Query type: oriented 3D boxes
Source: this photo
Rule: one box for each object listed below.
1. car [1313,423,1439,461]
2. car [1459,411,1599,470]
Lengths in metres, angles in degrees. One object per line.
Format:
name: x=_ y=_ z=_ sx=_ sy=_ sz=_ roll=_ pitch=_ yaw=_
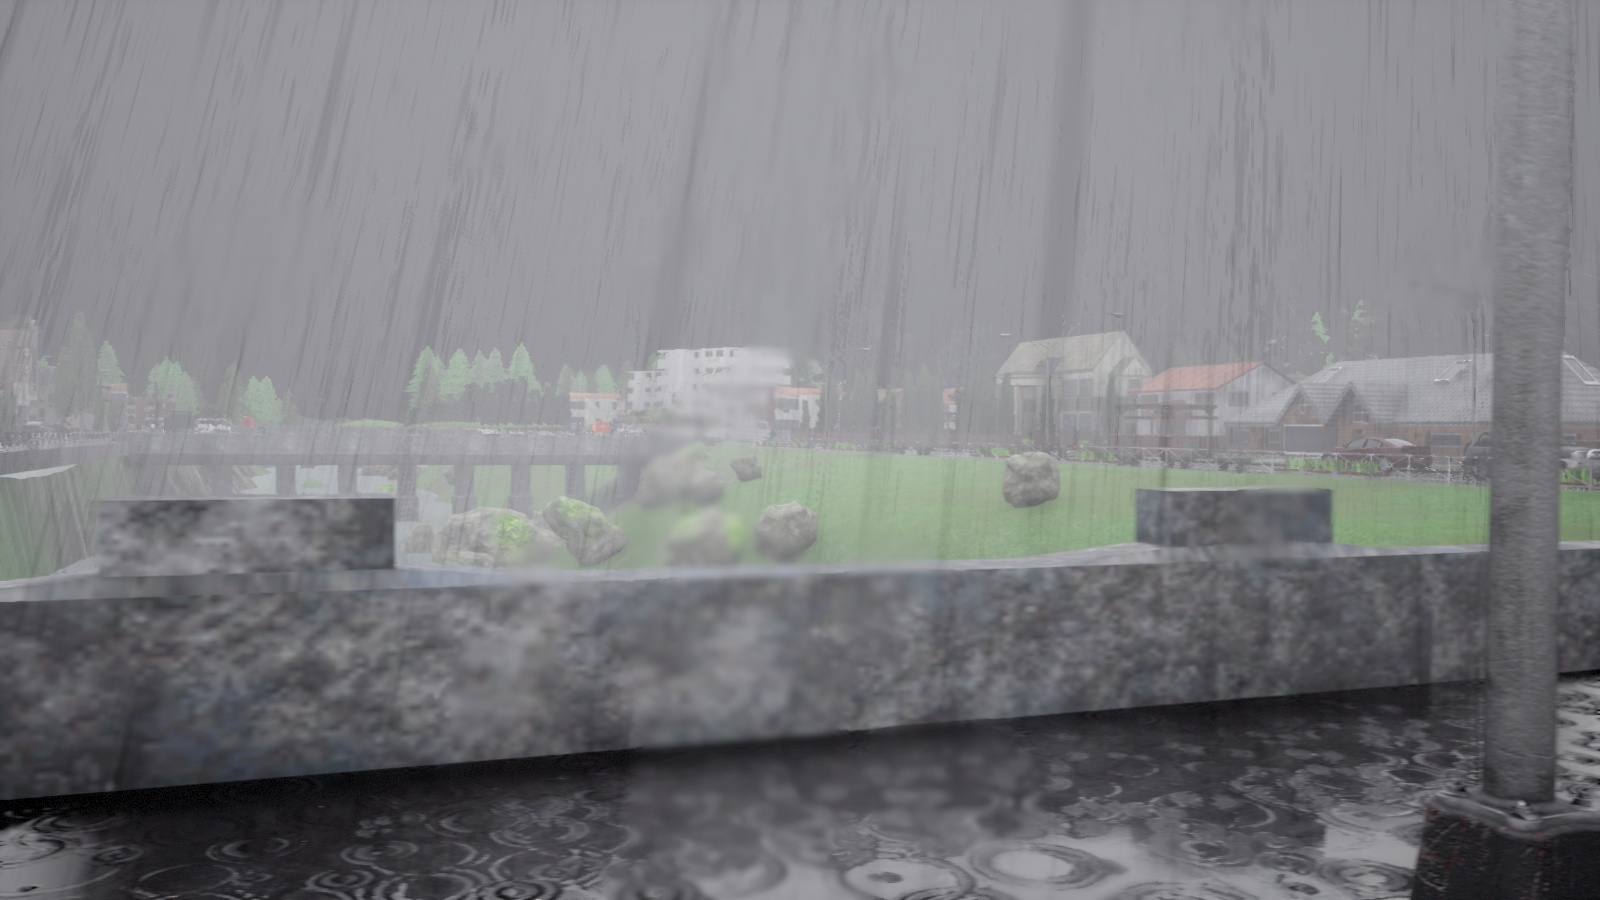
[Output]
car: x=24.523 y=-0.363 z=53.702 sx=1.882 sy=1.535 sz=5.008 roll=-1 pitch=1 yaw=-21
car: x=24.702 y=-0.335 z=41.963 sx=1.932 sy=1.855 sz=4.605 roll=-1 pitch=1 yaw=-21
